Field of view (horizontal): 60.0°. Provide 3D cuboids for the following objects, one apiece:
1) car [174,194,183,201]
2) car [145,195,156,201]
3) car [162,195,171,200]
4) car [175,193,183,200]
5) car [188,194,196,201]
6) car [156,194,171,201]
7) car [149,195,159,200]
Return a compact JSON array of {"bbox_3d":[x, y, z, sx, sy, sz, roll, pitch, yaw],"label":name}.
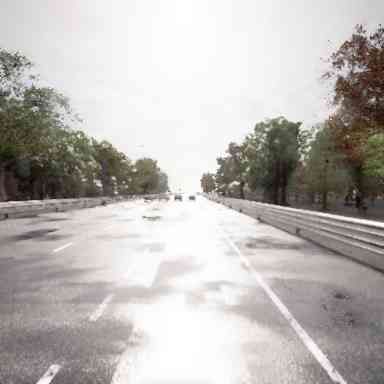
[{"bbox_3d":[-3.498,1.350,81.566,1.837,1.490,4.892,0,0,0],"label":"car"},{"bbox_3d":[-10.499,1.404,81.983,1.994,1.385,4.181,0,0,0],"label":"car"},{"bbox_3d":[-6.998,1.503,91.995,1.994,1.385,4.181,0,0,0],"label":"car"},{"bbox_3d":[-3.498,1.305,91.965,2.097,1.767,4.553,0,0,0],"label":"car"},{"bbox_3d":[0.001,1.328,81.566,1.882,1.535,5.008,0,0,0],"label":"car"},{"bbox_3d":[-6.998,1.206,81.920,2.097,1.767,4.553,0,0,0],"label":"car"},{"bbox_3d":[-10.498,1.476,91.995,2.128,1.511,4.902,0,0,0],"label":"car"}]
